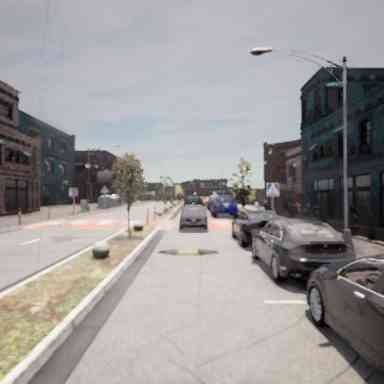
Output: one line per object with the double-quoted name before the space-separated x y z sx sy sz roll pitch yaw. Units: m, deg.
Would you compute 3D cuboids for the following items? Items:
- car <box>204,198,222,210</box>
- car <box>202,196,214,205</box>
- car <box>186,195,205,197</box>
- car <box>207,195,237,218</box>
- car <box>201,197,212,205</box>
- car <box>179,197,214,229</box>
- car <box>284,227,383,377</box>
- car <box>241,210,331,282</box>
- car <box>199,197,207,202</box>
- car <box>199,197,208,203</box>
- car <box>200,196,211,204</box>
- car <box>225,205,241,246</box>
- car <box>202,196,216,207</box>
"car" 3.018 1.673 48.361 2.231 1.521 4.892 0 0 0
"car" 3.023 1.673 64.899 2.185 1.767 4.553 0 0 0
"car" 0.115 1.372 40.944 2.150 2.045 5.566 0 0 0
"car" 3.011 1.338 31.834 2.435 2.045 5.566 0 0 0
"car" 3.025 1.890 70.573 2.002 1.452 4.674 0 -1 0
"car" 0.105 1.515 22.113 2.033 1.411 5.357 0 5 0
"car" 2.999 1.499 4.188 2.231 1.521 4.892 0 0 0
"car" 3.001 1.521 9.835 2.231 1.521 4.892 0 0 0
"car" 3.026 2.066 92.527 2.231 1.521 4.892 0 -1 0
"car" 3.032 2.002 87.008 2.231 1.521 4.892 0 -1 0
"car" 3.028 1.774 76.068 2.185 1.767 4.553 0 -1 0
"car" 3.003 1.568 15.393 2.163 1.488 4.792 0 0 0
"car" 3.021 1.627 59.378 2.185 1.767 4.553 0 0 0
